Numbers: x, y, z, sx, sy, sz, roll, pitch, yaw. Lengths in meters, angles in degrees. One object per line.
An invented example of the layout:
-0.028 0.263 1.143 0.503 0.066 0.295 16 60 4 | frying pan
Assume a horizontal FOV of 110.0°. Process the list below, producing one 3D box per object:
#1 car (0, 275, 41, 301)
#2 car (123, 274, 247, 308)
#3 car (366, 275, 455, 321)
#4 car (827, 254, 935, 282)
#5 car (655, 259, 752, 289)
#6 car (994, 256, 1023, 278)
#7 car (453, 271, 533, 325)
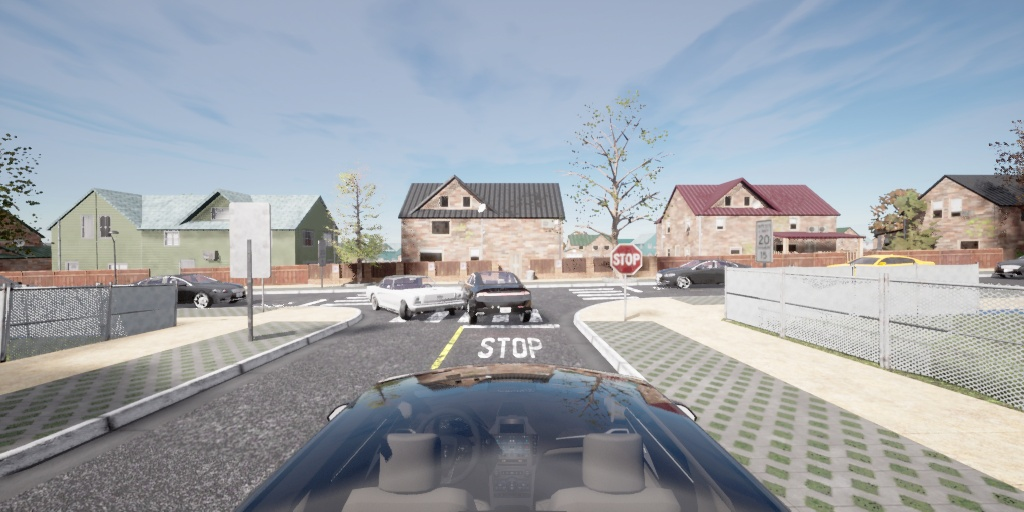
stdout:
-24.232 1.648 16.317 4.553 1.767 2.097 -1 1 0 | car
-14.895 1.566 16.353 4.902 1.511 2.128 -1 1 0 | car
-3.597 1.368 12.852 1.895 1.301 4.718 0 0 -38 | car
19.770 0.690 19.426 5.008 1.535 1.882 -1 1 -1 | car
10.340 0.926 19.394 4.902 1.511 2.128 -1 1 0 | car
29.394 0.478 19.458 4.902 1.511 2.128 -1 1 0 | car
-0.680 1.242 11.991 2.128 1.511 4.902 0 0 -12 | car
